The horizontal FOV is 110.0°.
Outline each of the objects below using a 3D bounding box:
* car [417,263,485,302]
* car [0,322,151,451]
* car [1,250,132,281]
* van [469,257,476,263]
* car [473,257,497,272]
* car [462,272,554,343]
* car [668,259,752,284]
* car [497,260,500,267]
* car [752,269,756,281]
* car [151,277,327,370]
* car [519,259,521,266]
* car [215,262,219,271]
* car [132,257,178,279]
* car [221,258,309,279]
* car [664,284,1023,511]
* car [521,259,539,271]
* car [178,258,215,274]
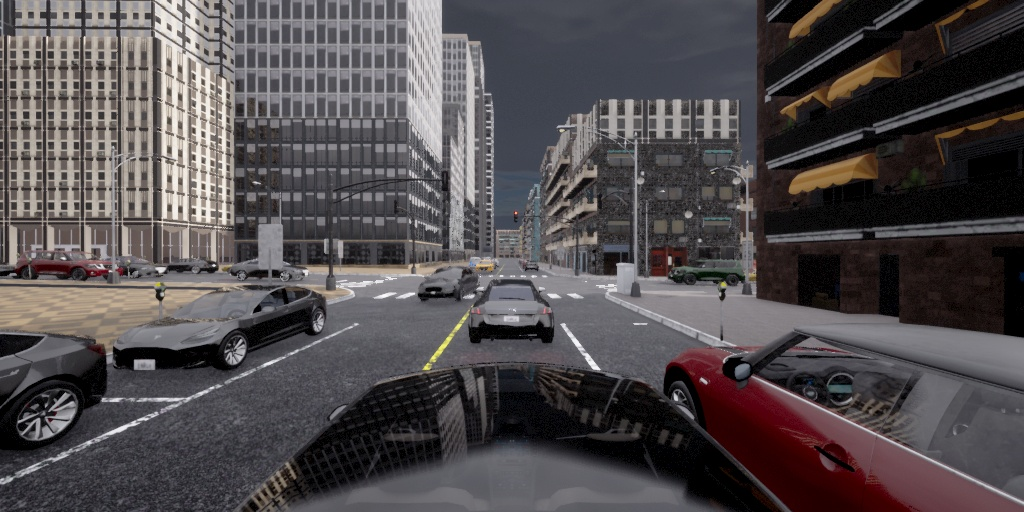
[{"bbox_3d":[-2.870,1.254,17.036,1.837,1.490,4.892,-2,0,8],"label":"car"},{"bbox_3d":[-5.689,1.316,2.494,1.948,1.339,4.313,0,0,0],"label":"car"},{"bbox_3d":[-27.446,0.591,22.241,5.009,1.841,2.192,0,0,-1],"label":"car"},{"bbox_3d":[-5.859,1.097,57.351,1.690,1.789,3.998,0,0,0],"label":"van"},{"bbox_3d":[-3.225,1.230,43.397,1.882,1.535,5.008,0,0,0],"label":"car"},{"bbox_3d":[-0.020,1.314,9.675,1.994,1.385,4.181,0,0,0],"label":"car"},{"bbox_3d":[15.501,1.290,28.647,5.566,2.045,2.150,1,0,-1],"label":"car"},{"bbox_3d":[-3.252,1.247,53.468,2.128,1.511,4.902,0,0,0],"label":"car"},{"bbox_3d":[21.277,1.698,31.325,4.829,1.417,1.751,0,0,-1],"label":"car"},{"bbox_3d":[-5.705,1.315,7.740,1.948,1.339,4.313,0,0,0],"label":"car"},{"bbox_3d":[2.522,1.301,57.378,1.888,1.381,4.507,0,0,0],"label":"car"},{"bbox_3d":[-22.131,0.880,30.788,4.829,1.417,1.751,0,0,-1],"label":"car"},{"bbox_3d":[-26.759,0.772,24.842,4.902,1.511,2.128,1,0,-1],"label":"car"},{"bbox_3d":[-16.798,0.959,24.990,4.902,1.511,2.128,1,0,-1],"label":"car"},{"bbox_3d":[2.692,1.190,2.521,1.967,1.591,4.097,0,0,0],"label":"car"},{"bbox_3d":[2.553,1.319,47.411,1.948,1.339,4.313,0,0,0],"label":"car"},{"bbox_3d":[-27.575,0.815,30.622,4.313,1.339,1.948,0,0,-1],"label":"car"}]
